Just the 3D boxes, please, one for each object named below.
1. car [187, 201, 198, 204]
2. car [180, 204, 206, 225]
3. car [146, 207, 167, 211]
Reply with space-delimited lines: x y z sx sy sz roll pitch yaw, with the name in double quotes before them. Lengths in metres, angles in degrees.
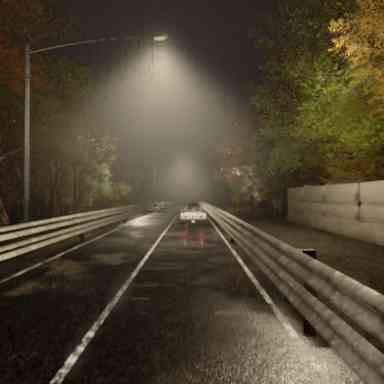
"car" 0.093 2.072 45.854 1.837 1.490 4.892 0 -2 0
"car" 0.096 1.821 25.737 1.895 1.301 4.718 0 -1 0
"car" -3.255 1.508 31.229 1.895 1.301 4.718 0 -1 0
